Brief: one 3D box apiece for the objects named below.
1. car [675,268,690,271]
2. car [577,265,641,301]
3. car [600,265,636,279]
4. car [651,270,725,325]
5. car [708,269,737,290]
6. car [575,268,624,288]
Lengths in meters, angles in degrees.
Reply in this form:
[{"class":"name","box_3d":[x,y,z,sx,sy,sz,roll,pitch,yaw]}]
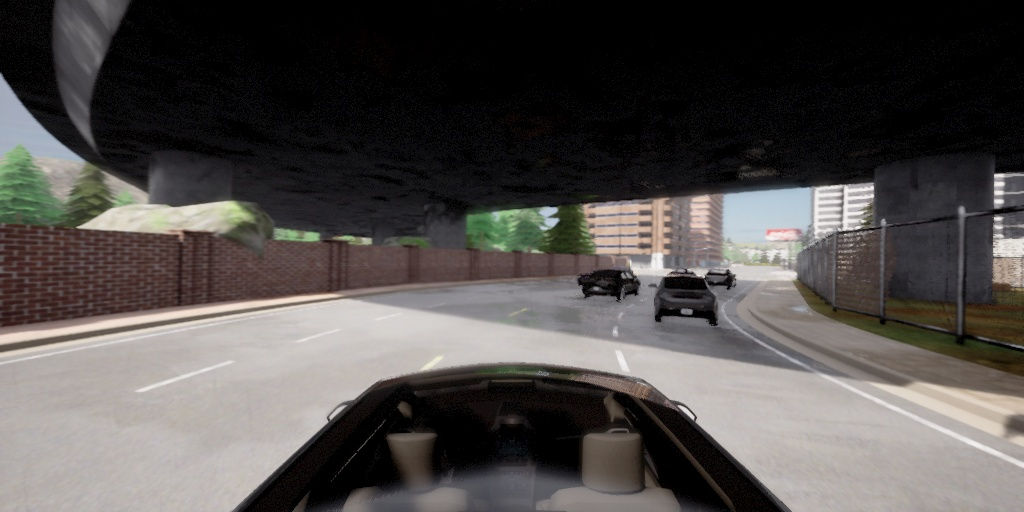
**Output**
[{"class":"car","box_3d":[15.952,1.832,33.671,1.994,1.385,4.181,1,0,38]},{"class":"car","box_3d":[5.381,1.431,19.061,1.882,1.535,5.008,1,0,34]},{"class":"car","box_3d":[11.875,1.746,39.894,2.033,1.411,5.357,1,0,37]},{"class":"car","box_3d":[6.118,1.449,12.930,1.837,1.490,4.892,0,-1,22]},{"class":"car","box_3d":[16.318,1.744,28.123,2.128,1.511,4.902,1,0,37]},{"class":"car","box_3d":[6.729,1.622,27.315,1.895,1.301,4.718,1,0,37]}]
